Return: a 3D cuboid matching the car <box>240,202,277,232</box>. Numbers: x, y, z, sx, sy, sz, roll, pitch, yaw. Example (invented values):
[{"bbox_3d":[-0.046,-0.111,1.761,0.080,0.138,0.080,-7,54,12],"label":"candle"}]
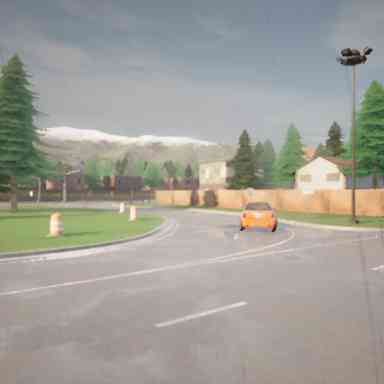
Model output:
[{"bbox_3d":[4.189,1.409,21.018,2.097,1.767,4.553,0,0,11],"label":"car"}]
